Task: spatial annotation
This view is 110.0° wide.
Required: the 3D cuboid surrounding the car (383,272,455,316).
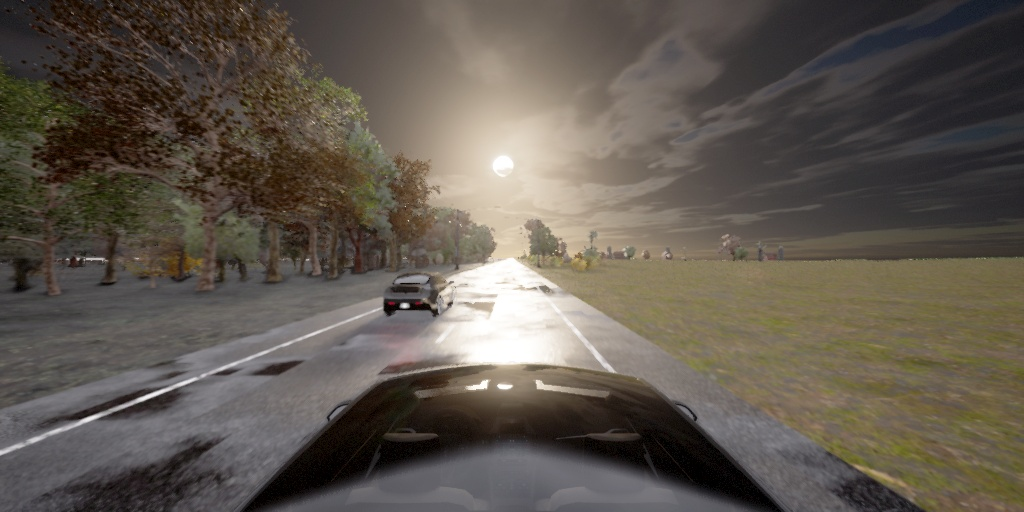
[{"bbox_3d":[-3.405,1.348,13.806,1.837,1.490,4.892,0,0,0],"label":"car"}]
